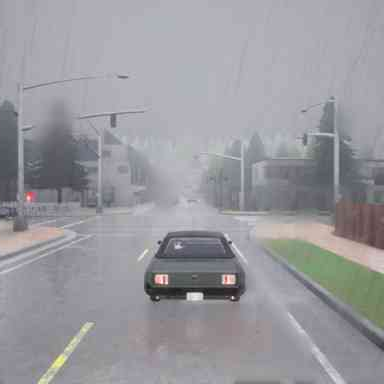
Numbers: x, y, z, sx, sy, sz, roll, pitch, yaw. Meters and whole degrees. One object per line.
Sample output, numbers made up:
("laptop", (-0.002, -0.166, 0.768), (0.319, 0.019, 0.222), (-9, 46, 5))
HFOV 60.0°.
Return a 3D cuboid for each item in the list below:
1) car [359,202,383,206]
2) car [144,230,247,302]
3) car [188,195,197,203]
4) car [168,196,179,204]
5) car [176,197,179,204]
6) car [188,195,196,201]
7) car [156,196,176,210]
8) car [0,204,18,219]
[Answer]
("car", (15.305, 1.582, 29.288), (4.718, 1.301, 1.895), (0, 0, -8))
("car", (0.070, 1.601, 8.225), (1.895, 1.301, 4.718), (0, 0, 0))
("car", (0.018, 1.595, 71.456), (1.895, 1.301, 4.718), (0, 0, 0))
("car", (-3.543, 1.564, 64.125), (1.994, 1.385, 4.181), (0, 0, 0))
("car", (-3.578, 1.505, 54.062), (1.837, 1.490, 4.892), (0, 0, 0))
("car", (0.017, 1.477, 81.492), (1.882, 1.535, 5.008), (0, 0, 0))
("car", (-3.585, 1.477, 44.098), (1.882, 1.535, 5.008), (0, 0, 0))
("car", (-17.184, 1.562, 27.130), (5.357, 1.411, 2.033), (0, 0, -2))
